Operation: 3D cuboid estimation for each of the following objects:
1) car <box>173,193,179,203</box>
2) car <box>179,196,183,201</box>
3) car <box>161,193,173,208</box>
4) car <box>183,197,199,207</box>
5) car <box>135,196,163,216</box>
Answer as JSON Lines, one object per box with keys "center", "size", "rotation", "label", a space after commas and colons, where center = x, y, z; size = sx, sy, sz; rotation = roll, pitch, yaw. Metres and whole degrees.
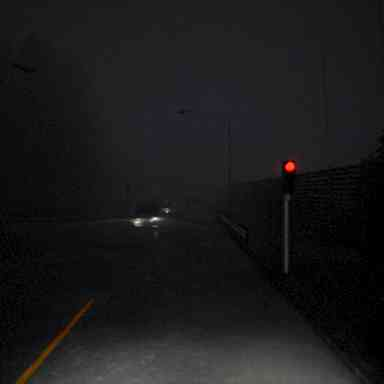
{"center": [-4.165, 1.163, 67.286], "size": [2.150, 2.045, 5.566], "rotation": [0, 0, -3], "label": "car"}
{"center": [-4.342, 1.469, 77.621], "size": [5.357, 1.411, 2.033], "rotation": [0, 0, 40], "label": "car"}
{"center": [-4.260, 1.310, 47.022], "size": [2.097, 1.767, 4.553], "rotation": [0, 0, 0], "label": "car"}
{"center": [-0.079, 1.459, 49.949], "size": [1.837, 1.490, 4.892], "rotation": [0, 0, 0], "label": "car"}
{"center": [-4.212, 1.448, 31.989], "size": [1.882, 1.535, 5.008], "rotation": [0, 0, 0], "label": "car"}
